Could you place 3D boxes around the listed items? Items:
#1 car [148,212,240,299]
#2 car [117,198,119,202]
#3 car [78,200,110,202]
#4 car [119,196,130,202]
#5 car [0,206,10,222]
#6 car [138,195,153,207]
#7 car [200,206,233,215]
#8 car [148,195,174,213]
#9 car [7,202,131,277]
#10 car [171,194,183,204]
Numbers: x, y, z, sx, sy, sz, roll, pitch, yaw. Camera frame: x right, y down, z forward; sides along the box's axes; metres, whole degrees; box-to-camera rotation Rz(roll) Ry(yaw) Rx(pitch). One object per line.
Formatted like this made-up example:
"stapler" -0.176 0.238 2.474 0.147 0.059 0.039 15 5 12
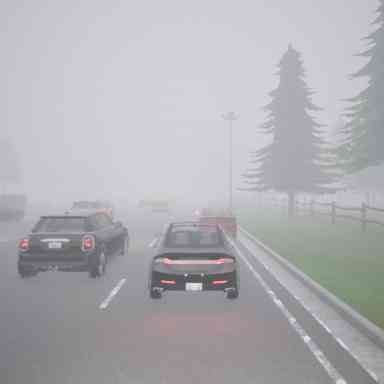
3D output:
"car" 0.057 1.491 8.419 2.128 1.511 4.902 0 0 0
"car" -10.378 1.600 38.953 1.895 1.301 4.718 0 0 0
"car" -6.886 1.351 22.866 2.097 1.767 4.553 0 0 0
"car" -13.860 1.523 67.683 1.812 1.442 4.674 0 0 0
"car" -13.886 1.600 23.644 1.895 1.301 4.718 0 0 0
"car" -6.884 1.524 50.263 1.812 1.442 4.674 0 0 0
"car" 1.235 1.477 17.760 1.882 1.535 5.008 0 0 0
"car" -3.377 1.476 37.341 1.882 1.535 5.008 0 0 0
"car" -3.393 1.352 10.389 2.097 1.767 4.553 0 0 0
"car" -3.361 1.546 65.764 2.033 1.411 5.357 0 0 0
